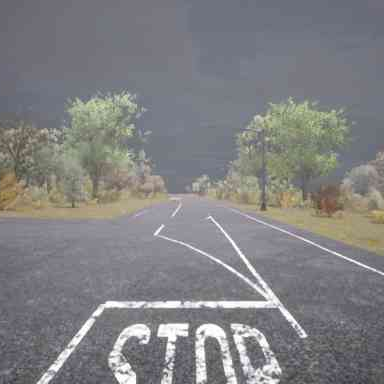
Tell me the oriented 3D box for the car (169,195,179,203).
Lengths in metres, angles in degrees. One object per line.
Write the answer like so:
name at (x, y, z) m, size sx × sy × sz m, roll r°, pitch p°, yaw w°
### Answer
car at (-3.890, 1.402, 71.855) m, size 2.097 × 1.767 × 4.553 m, roll 0°, pitch 0°, yaw -1°
